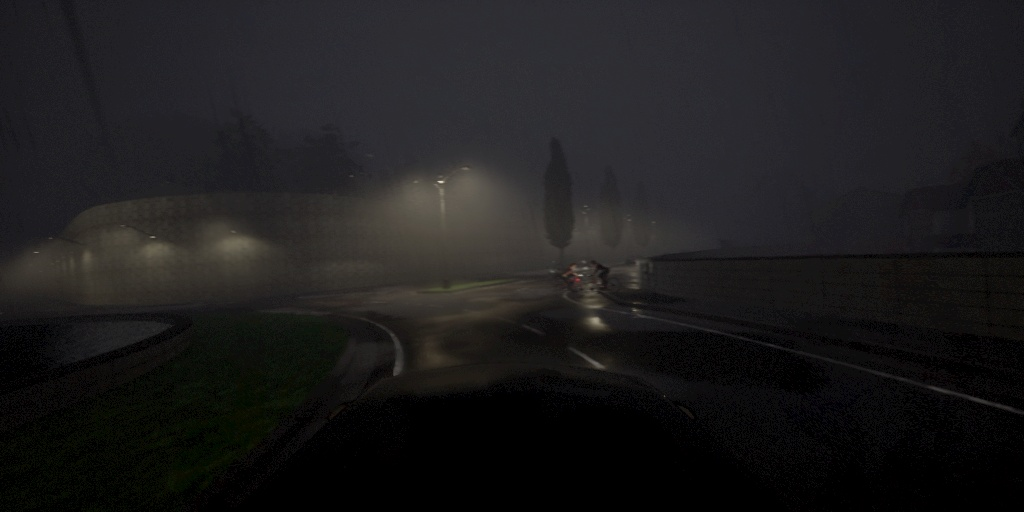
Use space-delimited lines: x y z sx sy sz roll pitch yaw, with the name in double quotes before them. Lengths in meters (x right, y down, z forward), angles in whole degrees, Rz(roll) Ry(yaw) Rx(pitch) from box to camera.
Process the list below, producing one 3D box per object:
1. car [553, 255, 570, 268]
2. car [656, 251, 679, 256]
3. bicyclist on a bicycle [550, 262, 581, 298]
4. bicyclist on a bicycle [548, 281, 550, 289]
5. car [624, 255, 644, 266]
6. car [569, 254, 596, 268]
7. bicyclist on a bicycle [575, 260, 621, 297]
"car" 8.594 0.839 57.566 2.150 2.045 5.566 -4 -1 35
"car" 21.076 0.311 49.204 1.812 1.442 4.674 -4 0 36
"bicyclist on a bicycle" 2.790 1.138 16.883 1.656 1.620 0.582 -5 0 -1
"bicyclist on a bicycle" 2.972 1.400 20.777 1.620 1.656 0.582 21 -6 -12
"car" 17.215 0.578 49.811 2.033 1.411 5.357 -4 0 35
"car" 11.199 0.793 55.192 2.097 1.767 4.553 -4 0 35
"bicyclist on a bicycle" 4.001 0.967 16.303 1.656 1.620 0.582 -14 -5 20
